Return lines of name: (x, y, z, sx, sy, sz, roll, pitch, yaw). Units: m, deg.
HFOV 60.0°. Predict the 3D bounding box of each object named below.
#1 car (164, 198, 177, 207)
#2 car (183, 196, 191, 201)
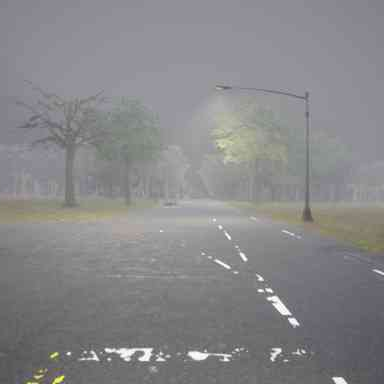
car: (-3.424, 1.702, 53.896, 1.994, 1.385, 4.181, 0, 0, 0)
car: (-1.305, 1.852, 92.724, 2.128, 1.511, 4.902, 0, 0, 7)
